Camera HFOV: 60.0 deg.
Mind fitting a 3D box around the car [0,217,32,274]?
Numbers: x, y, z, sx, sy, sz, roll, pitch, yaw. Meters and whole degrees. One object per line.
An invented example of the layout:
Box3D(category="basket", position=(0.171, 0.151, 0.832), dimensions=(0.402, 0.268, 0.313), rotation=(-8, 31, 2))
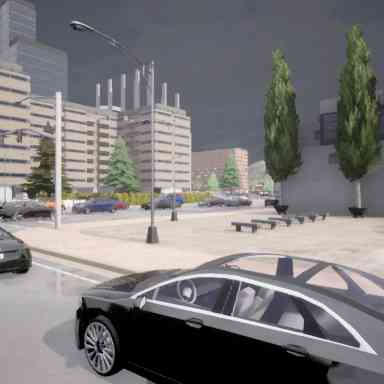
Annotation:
Box3D(category="car", position=(-6.318, 1.564, 9.473), dimensions=(4.181, 1.385, 1.994), rotation=(0, 0, 40))

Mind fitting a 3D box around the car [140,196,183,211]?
Box3D(category="car", position=(-3.967, 1.547, 41.895), dimensions=(2.033, 1.411, 5.357), rotation=(0, 0, 41))

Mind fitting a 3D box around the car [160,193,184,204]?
Box3D(category="car", position=(-3.575, 1.221, 47.686), dimensions=(2.150, 2.045, 5.566), rotation=(0, 0, 41))

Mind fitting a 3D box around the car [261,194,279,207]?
Box3D(category="car", position=(12.763, 1.478, 50.212), dimensions=(1.882, 1.535, 5.008), rotation=(0, 0, 41))

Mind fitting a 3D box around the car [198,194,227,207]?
Box3D(category="car", position=(2.845, 1.491, 49.741), dimensions=(2.128, 1.511, 4.902), rotation=(0, 0, 41))

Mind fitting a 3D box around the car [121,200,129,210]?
Box3D(category="car", position=(-9.733, 1.564, 40.577), dimensions=(1.994, 1.385, 4.181), rotation=(0, 0, 41))

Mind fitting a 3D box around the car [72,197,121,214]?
Box3D(category="car", position=(-10.170, 1.352, 34.733), dimensions=(2.097, 1.767, 4.553), rotation=(0, 0, 41))

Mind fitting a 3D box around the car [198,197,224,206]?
Box3D(category="car", position=(3.141, 1.526, 55.403), dimensions=(1.812, 1.442, 4.674), rotation=(0, 0, 41))

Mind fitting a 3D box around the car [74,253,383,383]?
Box3D(category="car", position=(0.588, 1.492, 3.855), dimensions=(4.902, 1.511, 2.128), rotation=(0, 0, 37))

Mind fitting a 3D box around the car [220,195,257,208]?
Box3D(category="car", position=(6.877, 1.547, 48.763), dimensions=(2.033, 1.411, 5.357), rotation=(0, 0, 41))

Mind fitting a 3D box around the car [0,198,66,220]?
Box3D(category="car", position=(-12.678, 1.491, 26.185), dimensions=(2.128, 1.511, 4.902), rotation=(0, 0, 41))
